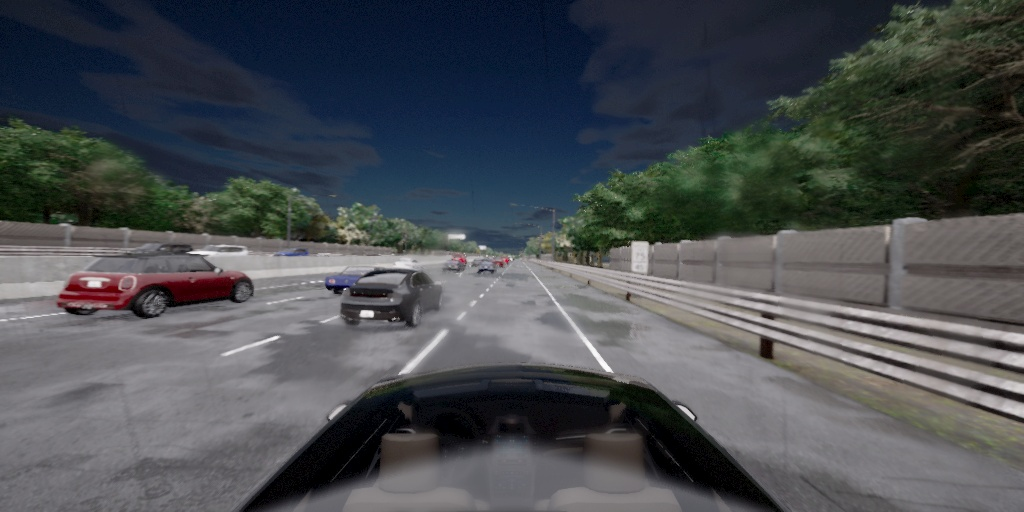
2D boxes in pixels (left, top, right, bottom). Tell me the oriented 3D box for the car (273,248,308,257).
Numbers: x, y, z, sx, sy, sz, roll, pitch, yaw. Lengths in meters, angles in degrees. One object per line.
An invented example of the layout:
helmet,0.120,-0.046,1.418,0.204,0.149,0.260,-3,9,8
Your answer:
car,-30.528,-0.102,49.936,2.150,2.045,5.566,2,0,1

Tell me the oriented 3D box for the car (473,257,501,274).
car,-2.733,1.216,40.661,2.033,1.411,5.357,2,0,1

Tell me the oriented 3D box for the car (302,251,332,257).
car,-27.027,0.391,50.803,1.895,1.301,4.718,2,0,1

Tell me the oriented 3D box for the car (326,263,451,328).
car,-3.379,1.135,10.945,1.837,1.490,4.892,2,0,1

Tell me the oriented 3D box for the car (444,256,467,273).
car,-6.264,1.084,39.046,2.033,1.411,5.357,2,0,1

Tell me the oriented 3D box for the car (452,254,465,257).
car,-9.302,0.676,62.982,2.150,2.045,5.566,2,0,1

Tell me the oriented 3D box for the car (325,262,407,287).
car,-6.737,1.108,16.990,1.895,1.301,4.718,2,0,1

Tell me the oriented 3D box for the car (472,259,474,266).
car,-5.817,1.075,62.852,2.128,1.511,4.902,2,0,1

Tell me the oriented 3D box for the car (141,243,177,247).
car,-30.953,-0.163,31.531,2.150,2.045,5.566,2,0,2

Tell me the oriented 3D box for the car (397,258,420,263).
car,-9.864,0.926,34.037,1.812,1.442,4.674,2,0,1

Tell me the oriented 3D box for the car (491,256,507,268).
car,-2.320,1.192,62.767,1.882,1.535,5.008,2,0,1

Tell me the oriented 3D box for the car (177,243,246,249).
car,-27.399,-0.027,33.560,2.150,2.045,5.566,2,0,2

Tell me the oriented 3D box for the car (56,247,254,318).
car,-10.366,0.722,11.065,2.097,1.767,4.553,2,0,1
